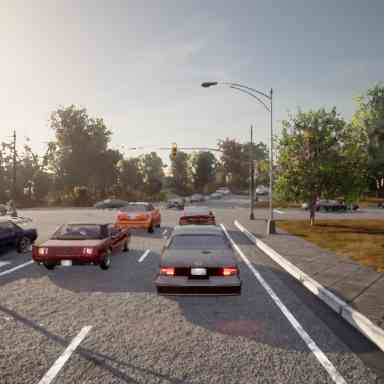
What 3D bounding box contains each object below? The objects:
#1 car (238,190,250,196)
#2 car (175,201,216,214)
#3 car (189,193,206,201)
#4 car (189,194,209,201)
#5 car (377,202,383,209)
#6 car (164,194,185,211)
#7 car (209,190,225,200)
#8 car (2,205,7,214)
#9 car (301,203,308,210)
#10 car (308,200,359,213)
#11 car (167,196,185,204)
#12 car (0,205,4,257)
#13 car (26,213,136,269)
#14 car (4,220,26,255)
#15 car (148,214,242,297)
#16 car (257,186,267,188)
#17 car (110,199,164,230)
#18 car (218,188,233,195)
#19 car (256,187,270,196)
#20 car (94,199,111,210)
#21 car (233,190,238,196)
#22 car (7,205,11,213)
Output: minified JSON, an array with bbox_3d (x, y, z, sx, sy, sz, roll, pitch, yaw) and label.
[{"bbox_3d":[14.325,0.261,84.711,2.128,1.511,4.902,0,3,33],"label":"car"},{"bbox_3d":[0.330,1.518,18.539,1.882,1.535,5.008,0,0,2],"label":"car"},{"bbox_3d":[1.247,1.117,74.911,2.033,1.411,5.357,0,2,23],"label":"car"},{"bbox_3d":[1.123,1.466,65.319,2.033,1.411,5.357,0,2,20],"label":"car"},{"bbox_3d":[25.750,1.401,40.656,5.357,1.411,2.033,-2,0,3],"label":"car"},{"bbox_3d":[-2.573,1.347,44.186,2.150,2.045,5.566,-1,0,-13],"label":"car"},{"bbox_3d":[5.207,1.007,75.160,1.812,1.442,4.674,0,2,23],"label":"car"},{"bbox_3d":[-21.556,1.708,32.839,4.902,1.511,2.128,-1,0,4],"label":"car"},{"bbox_3d":[16.053,1.662,41.249,4.718,1.301,1.895,-1,0,4],"label":"car"},{"bbox_3d":[16.123,1.646,37.739,4.718,1.301,1.895,-1,0,4],"label":"car"},{"bbox_3d":[-3.013,1.592,64.104,1.895,1.301,4.718,0,1,19],"label":"car"},{"bbox_3d":[-3.408,1.222,1.359,2.150,2.045,5.566,0,0,-1],"label":"car"},{"bbox_3d":[-3.336,1.618,11.130,1.895,1.301,4.718,0,0,1],"label":"car"},{"bbox_3d":[-7.030,1.617,10.856,1.895,1.301,4.718,0,0,1],"label":"car"},{"bbox_3d":[0.144,1.558,8.792,2.033,1.411,5.357,0,0,0],"label":"car"},{"bbox_3d":[20.017,-0.763,93.188,2.150,2.045,5.566,0,3,38],"label":"car"},{"bbox_3d":[-3.138,1.397,20.108,2.097,1.767,4.553,0,0,2],"label":"car"},{"bbox_3d":[8.041,0.002,87.850,2.150,2.045,5.566,0,3,30],"label":"car"},{"bbox_3d":[17.866,0.264,83.786,1.895,1.301,4.718,0,3,33],"label":"car"},{"bbox_3d":[-10.706,1.651,44.301,4.674,1.442,1.812,0,1,-41],"label":"car"},{"bbox_3d":[12.297,0.214,88.092,1.895,1.301,4.718,0,3,30],"label":"car"},{"bbox_3d":[-22.425,1.745,36.385,4.902,1.511,2.128,-1,0,2],"label":"car"}]
